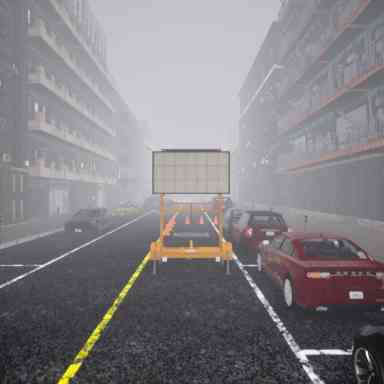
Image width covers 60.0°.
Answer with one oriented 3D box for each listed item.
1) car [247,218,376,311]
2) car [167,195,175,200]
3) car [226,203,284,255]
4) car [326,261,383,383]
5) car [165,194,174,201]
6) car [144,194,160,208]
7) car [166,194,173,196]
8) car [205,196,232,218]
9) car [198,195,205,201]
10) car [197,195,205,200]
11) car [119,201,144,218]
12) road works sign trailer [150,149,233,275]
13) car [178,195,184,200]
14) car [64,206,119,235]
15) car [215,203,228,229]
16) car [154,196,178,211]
[{"bbox_3d":[2.675,1.545,7.649,1.887,1.381,4.507,0,0,0],"label":"car"},{"bbox_3d":[-5.880,1.513,92.182,1.887,1.381,4.507,0,0,0],"label":"car"},{"bbox_3d":[2.664,1.440,13.286,1.967,1.590,4.097,0,0,0],"label":"car"},{"bbox_3d":[2.686,1.566,2.013,1.947,1.339,4.313,0,0,0],"label":"car"},{"bbox_3d":[-5.869,1.412,86.545,1.967,1.590,4.097,0,0,0],"label":"car"},{"bbox_3d":[-5.787,1.431,47.091,1.967,1.590,4.097,0,0,0],"label":"car"},{"bbox_3d":[-5.856,1.290,80.909,2.192,1.841,5.009,0,0,0],"label":"car"},{"bbox_3d":[2.630,1.312,30.195,2.192,1.841,5.009,0,0,0],"label":"car"},{"bbox_3d":[2.523,1.500,81.093,1.752,1.417,4.829,0,0,0],"label":"car"},{"bbox_3d":[2.500,1.513,92.195,1.887,1.381,4.507,0,0,0],"label":"car"},{"bbox_3d":[-5.752,1.522,30.011,1.752,1.417,4.829,0,0,0],"label":"car"},{"bbox_3d":[-0.022,0.464,10.413,2.380,3.560,2.880,0,0,0],"label":"road works sign trailer"},{"bbox_3d":[-3.188,1.453,90.407,1.882,1.535,5.008,0,0,0],"label":"car"},{"bbox_3d":[-5.729,1.565,18.908,1.947,1.339,4.313,0,0,0],"label":"car"},{"bbox_3d":[2.652,1.550,18.922,2.008,1.369,4.403,0,0,0],"label":"car"},{"bbox_3d":[-3.186,1.540,41.835,2.033,1.411,5.357,0,0,0],"label":"car"}]
